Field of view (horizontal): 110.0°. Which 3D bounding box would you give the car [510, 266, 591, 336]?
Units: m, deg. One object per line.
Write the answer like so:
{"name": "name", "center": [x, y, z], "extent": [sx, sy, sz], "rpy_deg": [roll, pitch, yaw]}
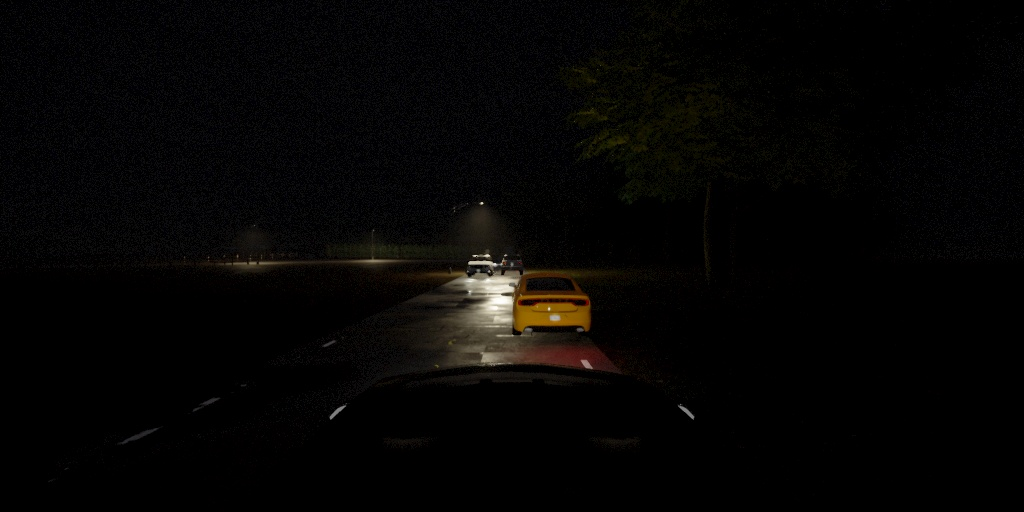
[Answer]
{"name": "car", "center": [0.948, 1.216, 10.408], "extent": [1.882, 1.535, 5.008], "rpy_deg": [0, 0, 0]}

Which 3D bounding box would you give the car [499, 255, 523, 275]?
{"name": "car", "center": [0.014, 0.885, 37.780], "extent": [2.150, 2.045, 5.566], "rpy_deg": [0, 0, 0]}

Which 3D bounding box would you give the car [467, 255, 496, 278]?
{"name": "car", "center": [-2.901, 0.904, 33.636], "extent": [2.150, 2.045, 5.566], "rpy_deg": [0, 0, 0]}
